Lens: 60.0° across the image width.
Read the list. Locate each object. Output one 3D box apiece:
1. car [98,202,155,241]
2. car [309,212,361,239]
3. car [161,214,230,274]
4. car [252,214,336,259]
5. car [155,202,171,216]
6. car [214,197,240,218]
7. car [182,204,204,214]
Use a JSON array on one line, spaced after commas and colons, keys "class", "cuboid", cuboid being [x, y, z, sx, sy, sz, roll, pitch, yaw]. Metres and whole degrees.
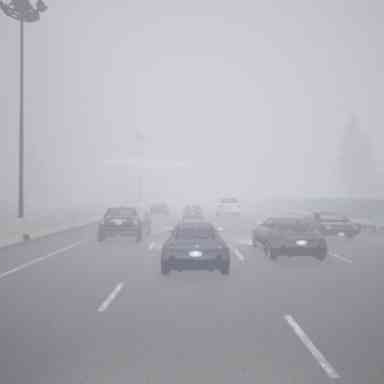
[{"class": "car", "cuboid": [-3.414, 1.483, 17.609, 2.097, 1.767, 4.553, 0, -1, 0]}, {"class": "car", "cuboid": [7.086, 1.732, 18.003, 1.895, 1.301, 4.718, 0, -1, 0]}, {"class": "car", "cuboid": [0.091, 1.632, 10.845, 1.994, 1.385, 4.181, 0, -1, 0]}, {"class": "car", "cuboid": [3.590, 1.649, 12.907, 1.994, 1.385, 4.181, 0, -1, 0]}, {"class": "car", "cuboid": [-3.429, 1.787, 36.337, 1.882, 1.535, 5.008, 0, -1, 0]}, {"class": "car", "cuboid": [3.573, 1.507, 34.098, 2.150, 2.045, 5.566, 0, -1, 0]}, {"class": "car", "cuboid": [0.076, 1.788, 29.262, 2.033, 1.411, 5.357, 0, -1, 0]}]
